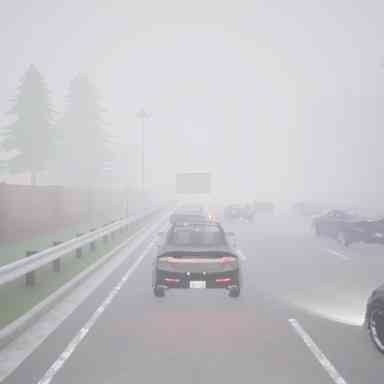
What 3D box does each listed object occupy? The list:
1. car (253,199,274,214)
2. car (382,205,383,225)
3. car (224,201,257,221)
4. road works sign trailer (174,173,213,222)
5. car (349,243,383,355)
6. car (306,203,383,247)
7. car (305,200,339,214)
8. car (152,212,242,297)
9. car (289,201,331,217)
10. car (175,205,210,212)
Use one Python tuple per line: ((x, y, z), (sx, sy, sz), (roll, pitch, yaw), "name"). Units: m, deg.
((7.125, 1.477, 34.686), (1.882, 1.535, 5.008), (0, 0, 0), "car")
((14.112, 1.563, 20.894), (1.994, 1.385, 4.181), (0, 0, 0), "car")
((3.620, 1.600, 26.591), (1.895, 1.301, 4.718), (0, 0, 0), "car")
((0.076, 0.464, 22.919), (2.380, 3.560, 2.880), (0, 0, 0), "road works sign trailer")
((3.601, 1.563, 3.359), (1.994, 1.385, 4.181), (0, 0, 0), "car")
((7.110, 1.477, 15.124), (1.882, 1.535, 5.008), (0, 0, 0), "car")
((14.126, 1.600, 36.430), (1.895, 1.301, 4.718), (0, 0, 0), "car")
((0.106, 1.491, 8.555), (2.128, 1.511, 4.902), (0, 0, 0), "car")
((10.628, 1.546, 30.822), (2.033, 1.411, 5.357), (0, 0, 0), "car")
((-0.040, 1.474, 19.002), (1.882, 1.535, 5.008), (0, 0, 6), "car")
